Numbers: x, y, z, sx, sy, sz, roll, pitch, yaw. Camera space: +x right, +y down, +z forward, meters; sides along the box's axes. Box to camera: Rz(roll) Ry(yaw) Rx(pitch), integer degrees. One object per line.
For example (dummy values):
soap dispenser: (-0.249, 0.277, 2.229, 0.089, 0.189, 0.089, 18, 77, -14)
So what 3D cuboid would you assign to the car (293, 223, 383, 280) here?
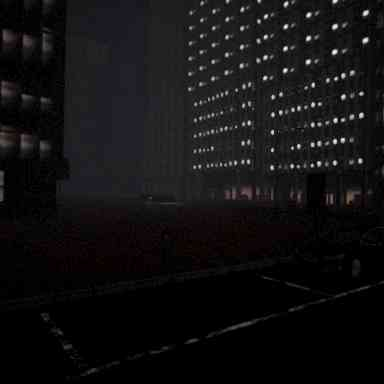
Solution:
car: (4.960, 1.652, 10.237, 4.403, 1.369, 2.008, 1, 0, -35)

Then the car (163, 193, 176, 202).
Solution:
car: (-4.647, 1.010, 57.707, 1.837, 1.490, 4.892, 1, 0, -34)

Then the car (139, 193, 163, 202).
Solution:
car: (-7.303, 0.944, 55.835, 1.837, 1.490, 4.892, 1, 0, -34)
